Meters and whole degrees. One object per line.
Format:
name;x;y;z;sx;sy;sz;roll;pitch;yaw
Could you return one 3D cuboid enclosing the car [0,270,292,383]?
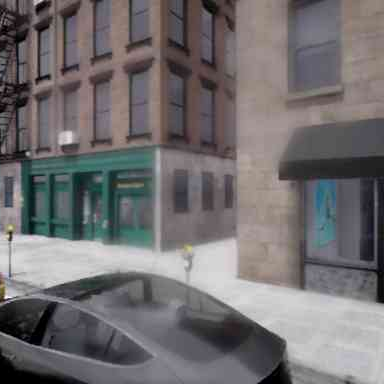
car;-1.114;1.573;3.599;4.313;1.339;1.947;0;0;35
